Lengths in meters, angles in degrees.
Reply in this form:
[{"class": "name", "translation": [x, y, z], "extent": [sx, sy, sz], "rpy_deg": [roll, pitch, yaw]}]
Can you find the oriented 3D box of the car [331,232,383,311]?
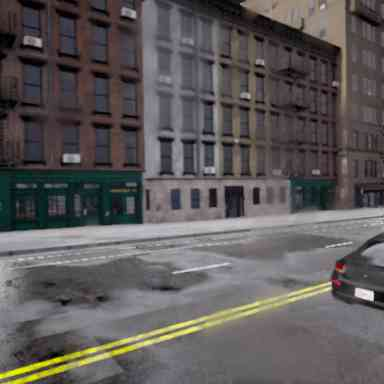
[{"class": "car", "translation": [4.703, 1.506, 6.797], "extent": [4.674, 1.442, 1.812], "rpy_deg": [0, 0, -35]}]
